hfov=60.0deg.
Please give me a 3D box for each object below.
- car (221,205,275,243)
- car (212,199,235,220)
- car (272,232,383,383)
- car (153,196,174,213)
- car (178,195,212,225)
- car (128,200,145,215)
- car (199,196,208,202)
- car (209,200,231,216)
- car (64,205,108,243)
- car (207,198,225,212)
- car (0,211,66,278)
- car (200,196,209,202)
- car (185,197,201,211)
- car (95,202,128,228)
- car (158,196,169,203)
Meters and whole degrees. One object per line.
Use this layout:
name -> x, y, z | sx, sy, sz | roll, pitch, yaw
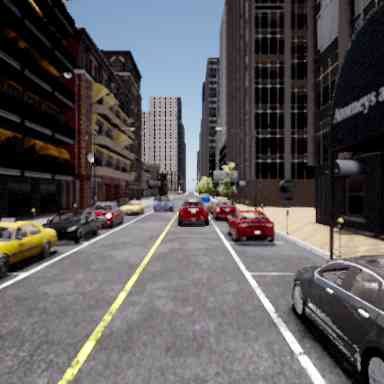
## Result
car -> 2.690, 1.520, 15.896 | 1.887, 1.381, 4.507 | 0, 0, 0
car -> 2.690, 1.402, 27.223 | 1.967, 1.590, 4.097 | 0, 0, 0
car -> 2.690, 1.544, 4.568 | 2.008, 1.369, 4.403 | 0, 0, 0
car -> -3.093, 1.312, 37.036 | 2.097, 1.767, 4.553 | 0, 0, 0
car -> 0.100, 1.316, 24.107 | 2.097, 1.767, 4.553 | 0, 0, 0
car -> -5.689, 1.486, 32.715 | 1.752, 1.417, 4.829 | 0, 0, 0
car -> 2.691, 1.564, 78.194 | 1.802, 1.307, 4.206 | 0, 0, 0
car -> 2.690, 1.505, 32.885 | 1.887, 1.381, 4.507 | 0, 0, 0
car -> -5.690, 1.542, 15.897 | 1.947, 1.339, 4.313 | 0, 0, 0
car -> 2.690, 1.486, 38.717 | 1.752, 1.417, 4.829 | 0, 0, 0
car -> -5.690, 1.510, 10.062 | 1.752, 1.417, 4.829 | 0, 0, 0
car -> 2.690, 1.502, 72.701 | 1.752, 1.417, 4.829 | 0, 0, 0
car -> 0.104, 1.439, 41.629 | 1.882, 1.535, 5.008 | 0, 0, 0
car -> -5.689, 1.408, 21.558 | 1.967, 1.590, 4.097 | 0, 0, 0
car -> -5.689, 1.497, 66.697 | 1.752, 1.417, 4.829 | 0, 0, 0
